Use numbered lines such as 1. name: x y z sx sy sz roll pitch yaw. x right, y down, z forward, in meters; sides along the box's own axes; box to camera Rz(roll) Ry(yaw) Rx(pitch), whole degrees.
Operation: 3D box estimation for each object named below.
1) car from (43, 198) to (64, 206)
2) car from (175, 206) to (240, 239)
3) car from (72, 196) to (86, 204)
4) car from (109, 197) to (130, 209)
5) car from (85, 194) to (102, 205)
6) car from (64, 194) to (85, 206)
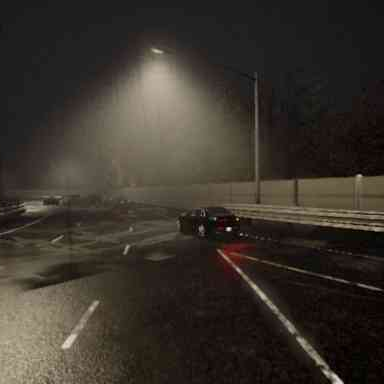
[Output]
1. car: -24.575 1.705 58.085 2.033 1.411 5.357 0 0 -35
2. car: 0.680 1.487 17.637 1.837 1.490 4.892 -1 0 -25
3. car: -24.292 1.629 71.336 1.882 1.535 5.008 0 0 -31
4. car: -10.068 1.412 45.929 2.097 1.767 4.553 -1 0 -25
5. car: -18.424 1.353 61.574 2.150 2.045 5.566 0 0 -35
6. car: -21.677 1.378 60.044 2.150 2.045 5.566 0 0 -35
